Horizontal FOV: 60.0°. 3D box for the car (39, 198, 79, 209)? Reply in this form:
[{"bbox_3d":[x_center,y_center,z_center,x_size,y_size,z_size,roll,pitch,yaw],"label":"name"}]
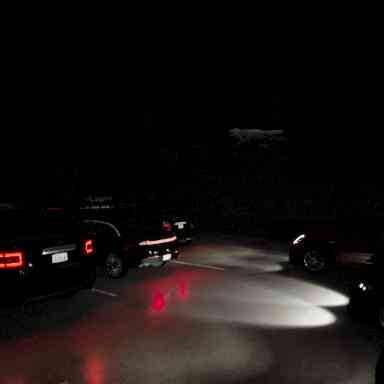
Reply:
[{"bbox_3d":[-18.119,1.491,45.517,1.895,1.301,4.718,0,0,43],"label":"car"}]

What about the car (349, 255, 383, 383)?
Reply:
[{"bbox_3d":[3.599,1.474,1.420,5.008,1.535,1.882,0,0,35],"label":"car"}]

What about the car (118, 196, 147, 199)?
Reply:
[{"bbox_3d":[-8.669,1.405,49.850,4.902,1.511,2.128,0,0,-41],"label":"car"}]

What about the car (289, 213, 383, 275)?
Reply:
[{"bbox_3d":[5.024,1.352,9.009,4.553,1.767,2.097,0,0,36],"label":"car"}]

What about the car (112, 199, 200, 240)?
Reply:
[{"bbox_3d":[-2.164,1.351,14.090,4.553,1.767,2.097,0,0,35],"label":"car"}]

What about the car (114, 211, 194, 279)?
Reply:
[{"bbox_3d":[-2.623,1.491,10.121,4.902,1.511,2.128,0,0,36],"label":"car"}]

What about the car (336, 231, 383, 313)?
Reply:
[{"bbox_3d":[4.650,1.564,4.965,4.181,1.385,1.994,0,0,36],"label":"car"}]

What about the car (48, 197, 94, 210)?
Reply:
[{"bbox_3d":[-15.621,1.453,43.149,2.033,1.411,5.357,0,0,40],"label":"car"}]

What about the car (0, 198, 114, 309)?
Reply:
[{"bbox_3d":[-4.508,1.221,7.194,5.566,2.045,2.150,0,0,33],"label":"car"}]
